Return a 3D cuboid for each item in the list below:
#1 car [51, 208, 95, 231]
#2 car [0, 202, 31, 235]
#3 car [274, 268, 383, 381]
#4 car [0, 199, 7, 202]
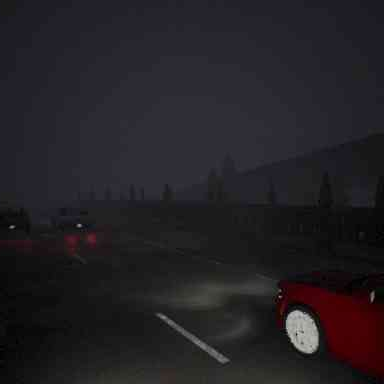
[{"bbox_3d":[-7.735,1.663,21.276,1.895,1.301,4.718,0,0,-32],"label":"car"},{"bbox_3d":[-10.350,1.562,18.845,2.128,1.511,4.902,0,0,-32],"label":"car"},{"bbox_3d":[3.113,1.470,3.599,1.882,1.535,5.008,0,0,-32],"label":"car"},{"bbox_3d":[-21.215,1.608,36.562,2.097,1.767,4.553,0,-2,-32],"label":"car"}]
